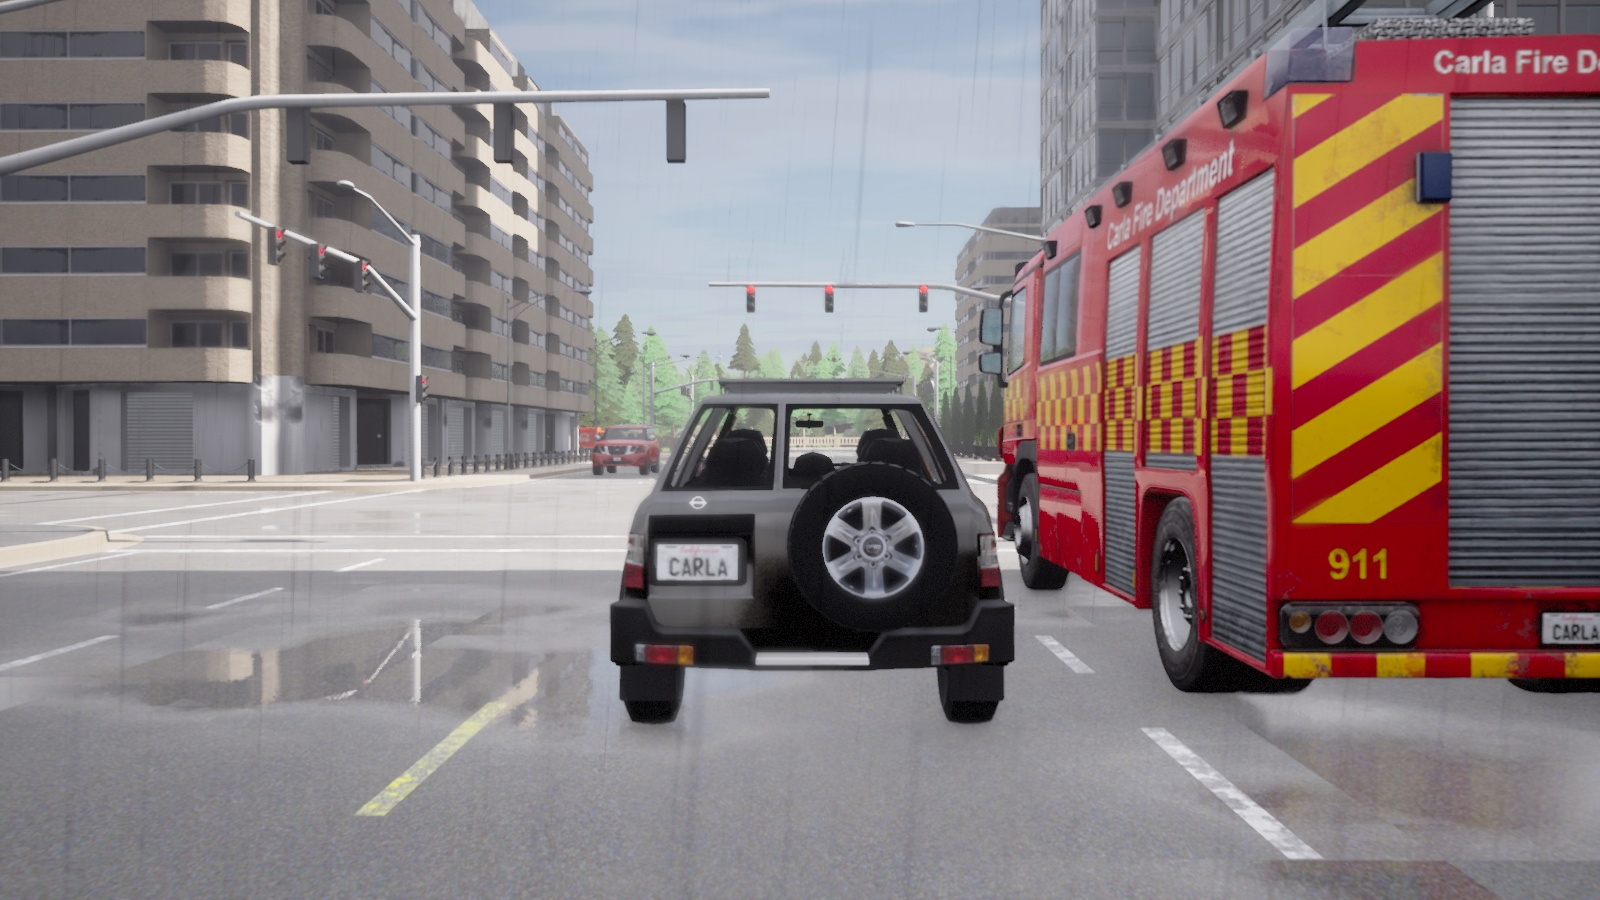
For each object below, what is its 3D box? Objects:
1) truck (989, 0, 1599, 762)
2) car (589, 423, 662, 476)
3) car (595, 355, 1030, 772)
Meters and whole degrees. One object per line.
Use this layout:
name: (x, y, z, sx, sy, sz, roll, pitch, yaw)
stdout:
truck: (3.572, -0.515, 10.022, 2.891, 3.827, 8.468, 0, 1, 0)
car: (-7.023, -0.047, 51.104, 2.150, 2.045, 5.566, 0, 1, 1)
car: (0.061, 0.484, 7.886, 1.932, 1.855, 4.605, 0, 1, 0)
